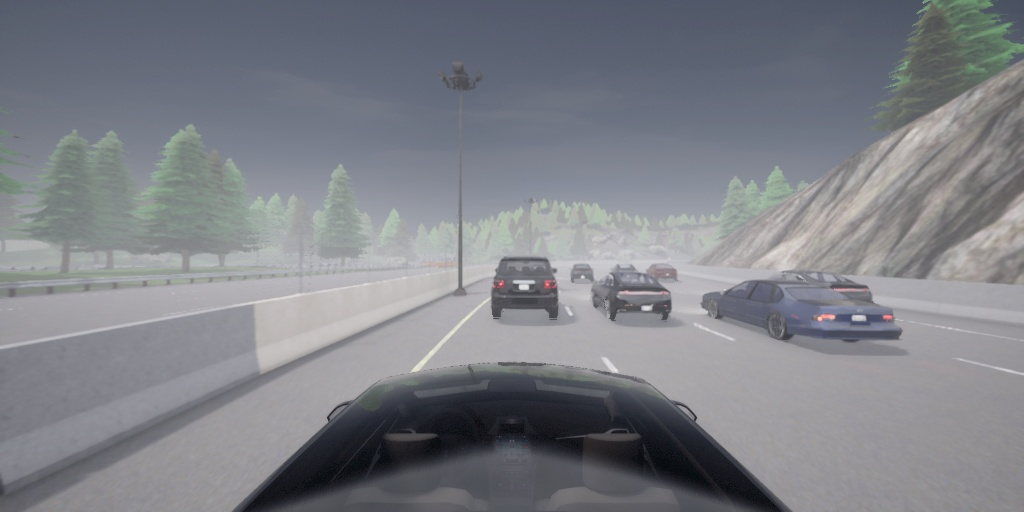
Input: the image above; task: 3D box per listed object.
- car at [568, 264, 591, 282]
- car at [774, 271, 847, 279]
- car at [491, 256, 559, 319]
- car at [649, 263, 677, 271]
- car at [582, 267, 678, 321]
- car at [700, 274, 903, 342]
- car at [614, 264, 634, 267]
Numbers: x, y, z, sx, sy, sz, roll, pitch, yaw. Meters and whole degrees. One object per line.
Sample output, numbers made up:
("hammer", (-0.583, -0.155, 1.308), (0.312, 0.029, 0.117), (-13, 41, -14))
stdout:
("car", (5.898, 1.396, 30.399), (1.837, 1.490, 4.892), (0, 0, 9))
("car", (11.087, 1.319, 13.909), (2.128, 1.511, 4.902), (0, 0, 4))
("car", (0.508, 1.024, 13.257), (2.150, 2.045, 5.566), (0, 0, 3))
("car", (13.242, 1.391, 32.033), (1.882, 1.535, 5.008), (0, 0, 9))
("car", (3.999, 1.299, 12.710), (2.128, 1.511, 4.902), (0, 0, 3))
("car", (7.326, 1.349, 9.956), (2.033, 1.411, 5.357), (0, 0, 3))
("car", (9.431, 1.389, 30.352), (2.128, 1.511, 4.902), (0, 0, 9))
